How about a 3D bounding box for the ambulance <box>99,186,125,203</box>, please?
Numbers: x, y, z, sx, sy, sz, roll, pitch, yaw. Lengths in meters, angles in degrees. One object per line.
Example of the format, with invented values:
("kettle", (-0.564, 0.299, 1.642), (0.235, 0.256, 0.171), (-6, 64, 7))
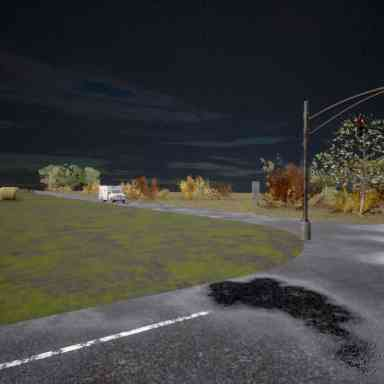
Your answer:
("ambulance", (-11.962, 0.341, 50.021), (2.351, 2.431, 6.366), (2, 0, -32))
